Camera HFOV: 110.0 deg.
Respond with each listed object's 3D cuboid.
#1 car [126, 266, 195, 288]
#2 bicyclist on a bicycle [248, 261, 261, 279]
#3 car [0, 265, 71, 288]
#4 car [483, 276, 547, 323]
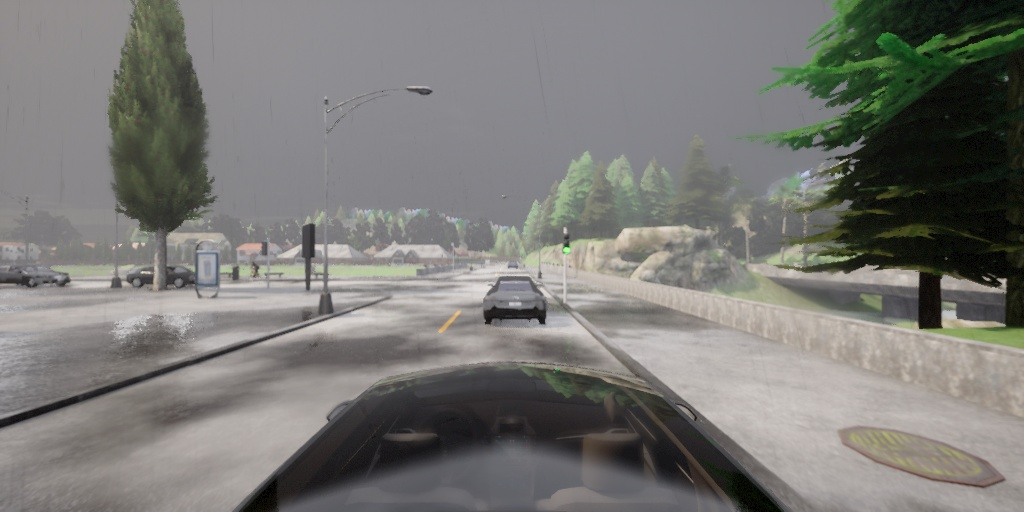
[{"bbox_3d":[-24.011,1.424,25.159,4.892,1.490,1.837,0,0,0],"label":"car"},{"bbox_3d":[-24.082,1.328,33.558,0.582,1.620,1.656,0,0,0],"label":"bicyclist on a bicycle"},{"bbox_3d":[-34.111,1.410,25.169,4.902,1.511,2.128,0,0,0],"label":"car"},{"bbox_3d":[0.096,1.392,12.519,1.994,1.385,4.181,0,0,0],"label":"car"}]
